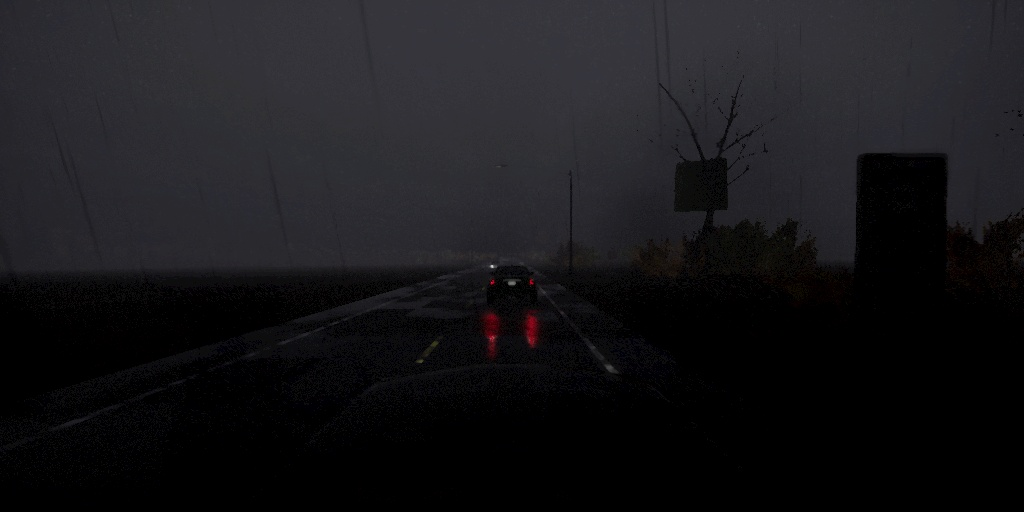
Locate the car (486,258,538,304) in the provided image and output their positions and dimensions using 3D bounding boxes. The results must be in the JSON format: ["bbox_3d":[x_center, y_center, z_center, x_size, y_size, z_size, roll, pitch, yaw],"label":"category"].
[{"bbox_3d":[0.000,1.110,16.473,2.097,1.767,4.553,0,0,0],"label":"car"}]
